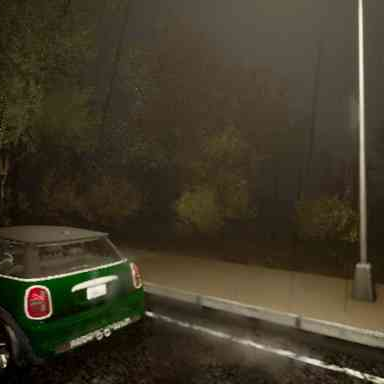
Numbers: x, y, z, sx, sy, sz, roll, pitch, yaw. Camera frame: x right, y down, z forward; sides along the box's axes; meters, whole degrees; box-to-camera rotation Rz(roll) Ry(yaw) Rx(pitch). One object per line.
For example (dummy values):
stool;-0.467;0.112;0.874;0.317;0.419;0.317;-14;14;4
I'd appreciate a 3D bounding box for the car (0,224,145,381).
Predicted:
car;-3.000;1.362;5.738;4.553;1.767;2.097;0;0;36
